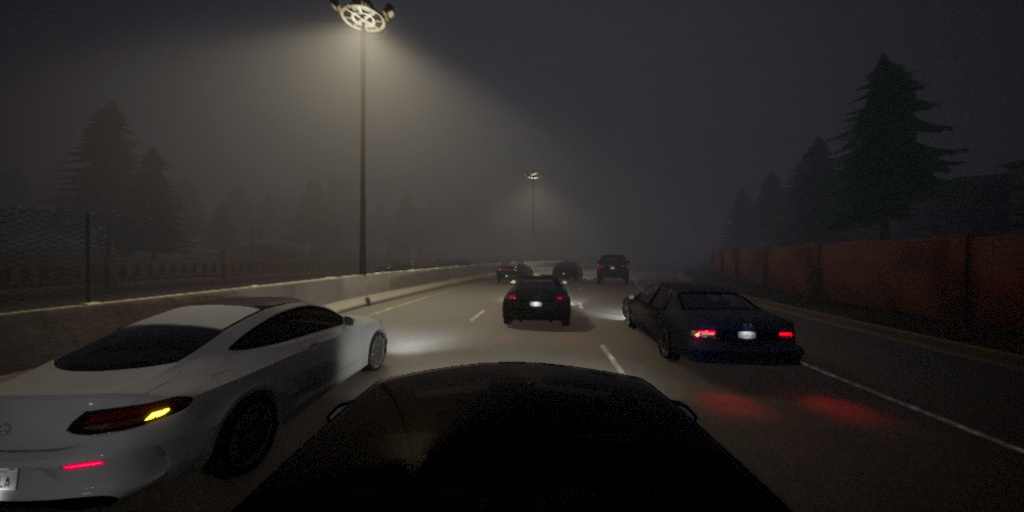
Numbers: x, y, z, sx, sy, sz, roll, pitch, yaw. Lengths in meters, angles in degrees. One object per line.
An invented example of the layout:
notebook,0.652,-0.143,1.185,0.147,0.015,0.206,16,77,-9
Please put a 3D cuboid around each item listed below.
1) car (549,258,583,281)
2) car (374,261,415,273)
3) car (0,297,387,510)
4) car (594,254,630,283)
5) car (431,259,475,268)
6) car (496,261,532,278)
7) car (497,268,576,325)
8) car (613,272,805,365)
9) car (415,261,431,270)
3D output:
car,4.499,1.133,28.572,1.882,1.535,5.008,0,0,17
car,-11.632,1.161,36.094,1.895,1.301,4.718,0,0,19
car,-3.227,1.251,4.597,1.812,1.442,4.674,0,0,2
car,7.564,0.897,26.759,2.150,2.045,5.566,0,0,17
car,-5.157,1.075,33.371,1.882,1.535,5.008,0,0,19
car,0.272,1.139,26.571,2.128,1.511,4.902,0,0,15
car,0.875,1.275,11.784,1.994,1.385,4.181,0,0,6
car,3.936,1.286,8.166,2.033,1.411,5.357,0,0,5
car,-7.560,1.077,37.077,1.837,1.490,4.892,0,0,21
